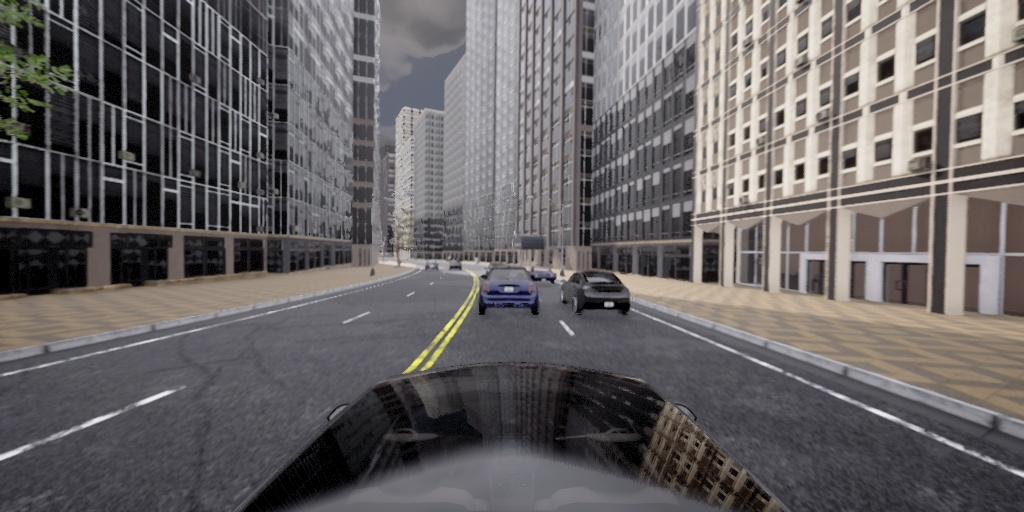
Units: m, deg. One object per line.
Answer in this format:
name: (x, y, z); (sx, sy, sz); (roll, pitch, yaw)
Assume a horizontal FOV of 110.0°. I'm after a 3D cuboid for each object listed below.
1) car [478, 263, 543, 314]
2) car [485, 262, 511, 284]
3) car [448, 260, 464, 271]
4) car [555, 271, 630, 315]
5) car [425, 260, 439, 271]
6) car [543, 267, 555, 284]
car: (-0.161, 1.141, 14.145); (2.097, 1.767, 4.553); (1, 0, -2)
car: (-1.264, 1.332, 29.639); (1.837, 1.490, 4.892); (1, 0, -6)
car: (-8.107, 1.321, 51.390); (1.837, 1.490, 4.892); (1, -1, -11)
car: (3.095, 1.334, 14.064); (1.837, 1.490, 4.892); (1, 0, -2)
car: (-11.293, 1.277, 50.760); (2.128, 1.511, 4.902); (1, 0, -11)
car: (2.126, 1.461, 28.362); (1.895, 1.301, 4.718); (1, 0, -5)
